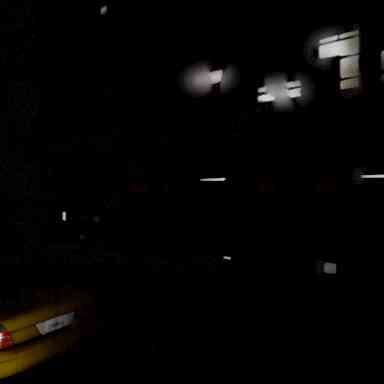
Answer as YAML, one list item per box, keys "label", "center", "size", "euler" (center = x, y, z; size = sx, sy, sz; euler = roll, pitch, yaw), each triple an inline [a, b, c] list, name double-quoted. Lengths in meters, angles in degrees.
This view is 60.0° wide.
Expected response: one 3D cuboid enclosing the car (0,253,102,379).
- label: "car"
  center: [-3.524, 1.579, 5.375]
  size: [4.829, 1.417, 1.752]
  euler: [-1, 0, 36]
